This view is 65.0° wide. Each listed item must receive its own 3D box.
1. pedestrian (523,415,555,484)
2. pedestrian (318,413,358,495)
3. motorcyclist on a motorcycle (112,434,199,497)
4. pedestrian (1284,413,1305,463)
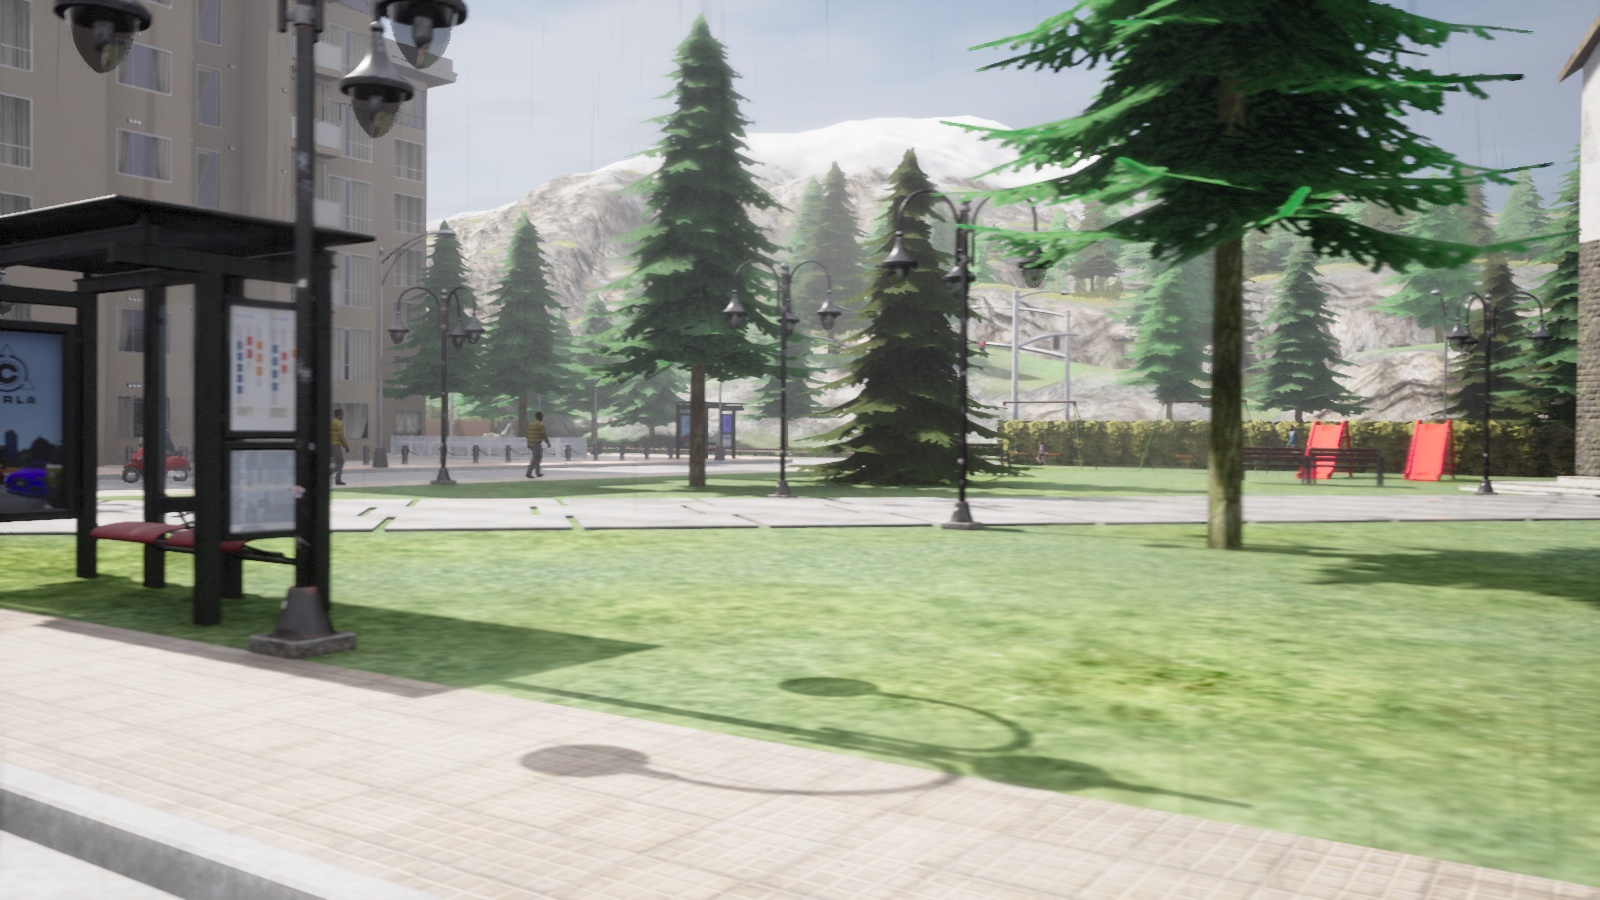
[{"bbox_3d":[-7.026,-0.021,33.822,0.431,1.840,0.709,0,1,38],"label":"pedestrian"},{"bbox_3d":[-10.502,0.078,28.569,0.431,1.840,0.709,0,1,41],"label":"pedestrian"},{"bbox_3d":[-16.794,0.375,32.761,0.866,1.590,1.817,0,1,34],"label":"motorcyclist on a motorcycle"},{"bbox_3d":[19.017,-0.454,48.257,0.692,1.930,0.396,0,1,31],"label":"pedestrian"}]
